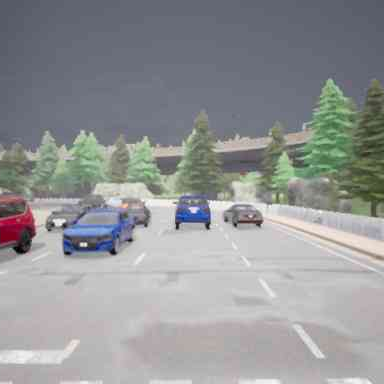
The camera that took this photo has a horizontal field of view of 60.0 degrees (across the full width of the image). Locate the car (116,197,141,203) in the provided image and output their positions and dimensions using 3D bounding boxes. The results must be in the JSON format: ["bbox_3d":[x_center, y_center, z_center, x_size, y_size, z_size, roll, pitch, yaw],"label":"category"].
[{"bbox_3d":[-5.538,1.342,31.157,2.097,1.767,4.553,0,0,-19],"label":"car"}]

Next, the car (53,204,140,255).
[{"bbox_3d":[-3.573,1.472,13.492,1.882,1.535,5.008,0,0,0],"label":"car"}]

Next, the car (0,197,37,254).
[{"bbox_3d":[-7.073,1.215,10.582,2.150,2.045,5.566,0,0,0],"label":"car"}]

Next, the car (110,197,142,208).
[{"bbox_3d":[-9.711,1.463,48.455,5.008,1.535,1.882,0,0,40],"label":"car"}]

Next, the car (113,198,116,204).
[{"bbox_3d":[-11.241,1.511,45.273,4.674,1.442,1.812,0,0,42],"label":"car"}]

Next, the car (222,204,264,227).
[{"bbox_3d":[3.369,1.542,22.882,2.033,1.411,5.357,0,0,-5],"label":"car"}]

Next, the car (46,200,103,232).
[{"bbox_3d":[-7.248,1.483,20.325,2.128,1.511,4.902,0,0,-2],"label":"car"}]

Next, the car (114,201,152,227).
[{"bbox_3d":[-3.828,1.556,22.477,1.994,1.385,4.181,0,0,-2],"label":"car"}]

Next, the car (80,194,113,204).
[{"bbox_3d":[-9.186,1.211,30.820,2.150,2.045,5.566,0,0,-24],"label":"car"}]

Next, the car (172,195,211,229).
[{"bbox_3d":[-0.080,1.215,21.924,2.150,2.045,5.566,0,0,-4],"label":"car"}]
